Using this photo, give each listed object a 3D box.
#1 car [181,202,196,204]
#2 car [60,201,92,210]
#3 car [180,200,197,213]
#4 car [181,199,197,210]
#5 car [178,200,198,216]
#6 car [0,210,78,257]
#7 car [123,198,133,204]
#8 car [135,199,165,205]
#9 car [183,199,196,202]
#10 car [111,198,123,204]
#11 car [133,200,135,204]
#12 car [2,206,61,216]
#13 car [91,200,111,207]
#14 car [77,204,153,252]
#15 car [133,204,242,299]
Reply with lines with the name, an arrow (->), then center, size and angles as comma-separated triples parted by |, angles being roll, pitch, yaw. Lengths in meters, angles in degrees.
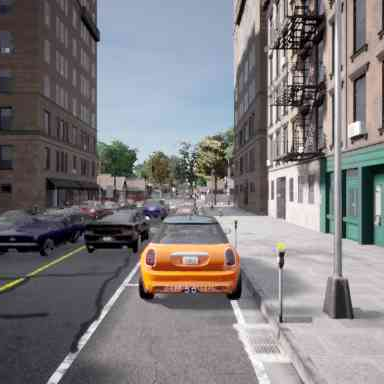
car -> -0.383, 1.584, 21.873 | 1.802, 1.307, 4.206 | 0, 0, 0
car -> -8.408, 1.553, 21.869 | 2.008, 1.369, 4.403 | 0, 0, 0
car -> -0.383, 1.596, 38.428 | 1.802, 1.307, 4.206 | 0, 0, 0
car -> -0.383, 1.584, 43.946 | 1.947, 1.339, 4.313 | 0, 0, 0
car -> -0.383, 1.554, 32.910 | 1.887, 1.381, 4.507 | 0, 0, 0
car -> -5.868, 1.601, 13.094 | 1.895, 1.301, 4.718 | 0, 0, 0
car -> -8.408, 1.454, 38.426 | 1.967, 1.590, 4.097 | 0, 0, 0
car -> -3.018, 1.357, 27.114 | 2.097, 1.767, 4.553 | 0, 0, 0
car -> -0.383, 1.531, 27.562 | 1.752, 1.417, 4.829 | 0, 0, 0
car -> -8.408, 1.535, 32.737 | 1.752, 1.417, 4.829 | 0, 0, 0
car -> -8.408, 1.600, 43.945 | 1.802, 1.307, 4.206 | 0, 0, 0
car -> -8.408, 1.567, 16.351 | 1.947, 1.339, 4.313 | 0, 0, 0
car -> -8.408, 1.446, 27.388 | 1.967, 1.590, 4.097 | 0, 0, 0
car -> -2.919, 1.478, 13.918 | 1.882, 1.535, 5.008 | 0, 0, 0
car -> -0.032, 1.353, 8.620 | 2.097, 1.767, 4.553 | 0, 0, 0
